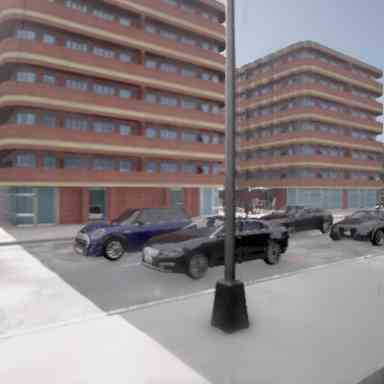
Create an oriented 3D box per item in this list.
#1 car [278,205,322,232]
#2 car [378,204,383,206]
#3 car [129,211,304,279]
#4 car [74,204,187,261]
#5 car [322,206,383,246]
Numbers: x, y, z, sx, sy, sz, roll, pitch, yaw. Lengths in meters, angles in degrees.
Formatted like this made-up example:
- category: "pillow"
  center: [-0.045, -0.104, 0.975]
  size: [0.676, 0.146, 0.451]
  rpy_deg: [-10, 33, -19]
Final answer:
- category: "car"
  center: [5.540, 1.478, 17.659]
  size: [4.902, 1.511, 2.128]
  rpy_deg: [0, 0, -35]
- category: "car"
  center: [16.157, 1.198, 25.131]
  size: [5.566, 2.045, 2.150]
  rpy_deg: [0, 0, -35]
- category: "car"
  center: [0.871, 1.486, 10.090]
  size: [4.902, 1.511, 2.128]
  rpy_deg: [0, 0, -35]
- category: "car"
  center: [-1.935, 1.348, 12.396]
  size: [4.553, 1.767, 2.097]
  rpy_deg: [0, 0, -35]
- category: "car"
  center: [8.151, 1.550, 15.233]
  size: [4.181, 1.385, 1.994]
  rpy_deg: [0, 0, -37]
